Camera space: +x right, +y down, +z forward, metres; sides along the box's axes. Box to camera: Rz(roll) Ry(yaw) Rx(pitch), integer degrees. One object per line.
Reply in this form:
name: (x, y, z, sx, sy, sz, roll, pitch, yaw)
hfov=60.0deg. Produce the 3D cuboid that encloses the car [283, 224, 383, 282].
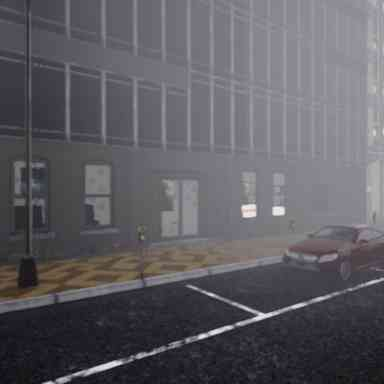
car: (4.513, 1.614, 9.820, 4.206, 1.307, 1.802, 0, 0, -36)
